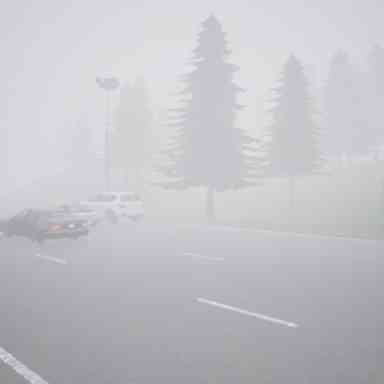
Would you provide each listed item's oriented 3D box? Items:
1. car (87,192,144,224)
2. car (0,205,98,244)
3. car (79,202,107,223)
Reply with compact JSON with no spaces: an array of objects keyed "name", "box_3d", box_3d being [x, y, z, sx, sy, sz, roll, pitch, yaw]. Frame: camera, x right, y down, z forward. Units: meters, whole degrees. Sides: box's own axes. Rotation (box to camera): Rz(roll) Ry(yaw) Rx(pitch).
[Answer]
[{"name":"car","box_3d":[-5.789,1.034,23.303,5.566,2.045,2.150,1,1,40]},{"name":"car","box_3d":[-6.799,1.412,15.028,5.357,1.411,2.033,1,1,40]},{"name":"car","box_3d":[-7.494,1.427,20.169,4.718,1.301,1.895,1,1,40]}]
